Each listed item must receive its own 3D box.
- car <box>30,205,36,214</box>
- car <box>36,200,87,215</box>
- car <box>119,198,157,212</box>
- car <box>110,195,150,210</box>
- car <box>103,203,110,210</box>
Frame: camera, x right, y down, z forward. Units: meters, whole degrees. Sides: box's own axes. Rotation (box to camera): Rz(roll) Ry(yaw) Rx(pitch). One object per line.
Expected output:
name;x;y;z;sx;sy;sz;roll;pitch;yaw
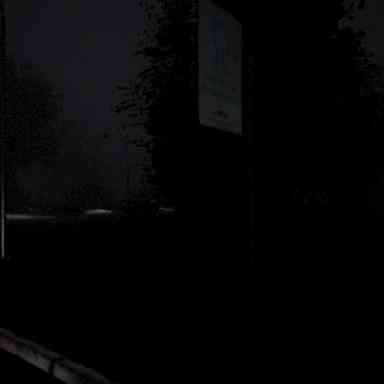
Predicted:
car;-16.585;1.749;39.409;2.128;1.511;4.902;-1;0;38
car;-14.119;1.711;36.888;1.882;1.535;5.008;-1;0;39
car;-6.202;1.783;40.915;1.895;1.301;4.718;-1;0;38
car;-7.816;1.422;44.884;2.150;2.045;5.566;-1;0;38
car;-10.141;1.770;47.584;2.033;1.411;5.357;-1;0;38
